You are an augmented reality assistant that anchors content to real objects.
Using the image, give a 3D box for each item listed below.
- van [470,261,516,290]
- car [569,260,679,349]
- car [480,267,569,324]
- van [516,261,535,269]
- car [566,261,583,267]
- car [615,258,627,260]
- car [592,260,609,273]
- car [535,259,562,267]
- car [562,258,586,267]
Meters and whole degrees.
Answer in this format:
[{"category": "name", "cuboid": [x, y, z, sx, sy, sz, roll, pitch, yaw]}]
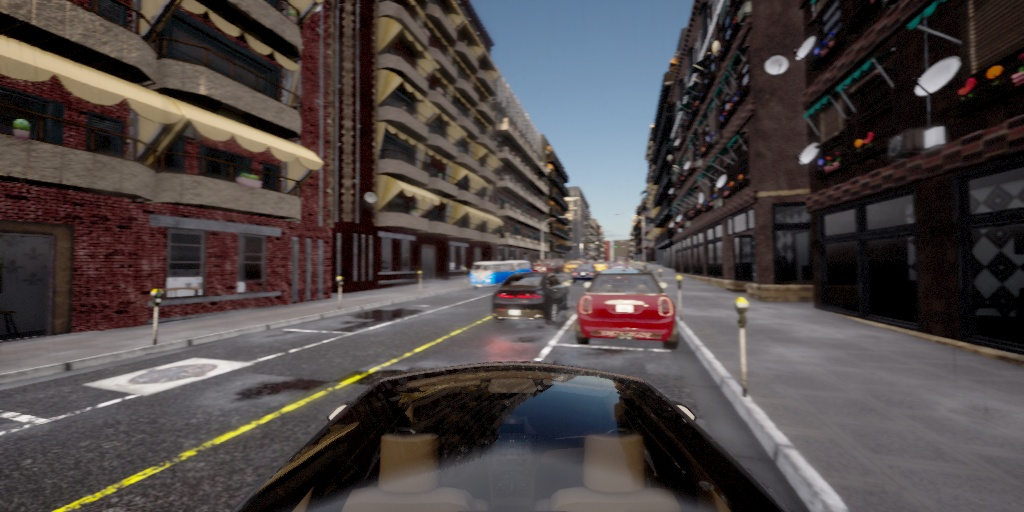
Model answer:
[{"category": "van", "cuboid": [-1.330, 1.250, 23.446, 1.690, 1.789, 3.998, 0, 0, 17]}, {"category": "car", "cuboid": [2.948, 1.095, 9.394, 2.097, 1.767, 4.553, -1, 0, 17]}, {"category": "car", "cuboid": [0.800, 1.304, 12.185, 1.837, 1.490, 4.892, -1, 0, 17]}, {"category": "van", "cuboid": [0.324, 1.259, 28.724, 1.690, 1.789, 3.998, 0, 0, 17]}, {"category": "car", "cuboid": [5.947, 1.365, 28.607, 2.033, 1.411, 5.357, -1, 0, 17]}, {"category": "car", "cuboid": [11.141, 1.228, 36.862, 1.967, 1.591, 4.097, 0, 0, 17]}, {"category": "car", "cuboid": [11.717, 1.317, 47.363, 1.801, 1.575, 5.366, -1, 0, 17]}, {"category": "car", "cuboid": [3.632, 1.253, 39.278, 2.192, 1.841, 5.009, 0, 0, 17]}, {"category": "car", "cuboid": [7.780, 1.381, 44.108, 1.882, 1.535, 5.008, -1, -1, 18]}]
